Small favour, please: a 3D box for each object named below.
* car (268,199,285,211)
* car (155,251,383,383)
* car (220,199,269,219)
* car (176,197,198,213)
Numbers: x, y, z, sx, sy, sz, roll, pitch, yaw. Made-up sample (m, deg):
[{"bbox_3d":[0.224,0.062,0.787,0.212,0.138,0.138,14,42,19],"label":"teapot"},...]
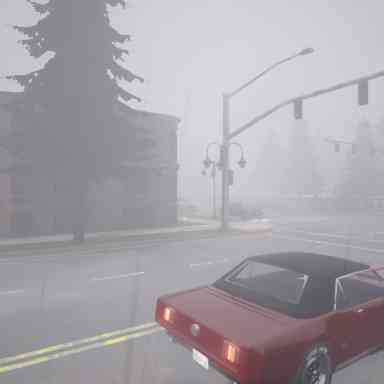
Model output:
[{"bbox_3d":[9.285,1.525,40.806,1.812,1.442,4.674,0,0,-33],"label":"car"},{"bbox_3d":[1.941,1.601,5.014,4.718,1.301,1.895,0,0,-34],"label":"car"},{"bbox_3d":[4.275,1.564,29.074,1.994,1.385,4.181,0,0,-33],"label":"car"},{"bbox_3d":[-1.288,1.352,37.556,2.097,1.767,4.553,0,0,-33],"label":"car"}]
